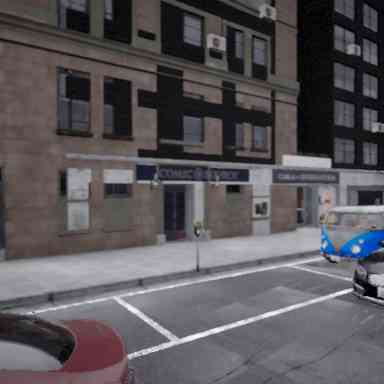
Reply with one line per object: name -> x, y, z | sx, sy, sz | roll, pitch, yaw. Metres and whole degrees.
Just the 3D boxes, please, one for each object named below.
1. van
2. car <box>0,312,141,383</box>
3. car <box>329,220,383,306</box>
van -> 5.711, 1.318, 10.417 | 3.998, 1.788, 1.690 | 0, 0, -34
car -> -2.504, 1.509, 1.657 | 4.674, 1.442, 1.812 | 0, 0, -33
car -> 5.374, 1.480, 7.063 | 4.902, 1.511, 2.128 | 0, 0, -35
